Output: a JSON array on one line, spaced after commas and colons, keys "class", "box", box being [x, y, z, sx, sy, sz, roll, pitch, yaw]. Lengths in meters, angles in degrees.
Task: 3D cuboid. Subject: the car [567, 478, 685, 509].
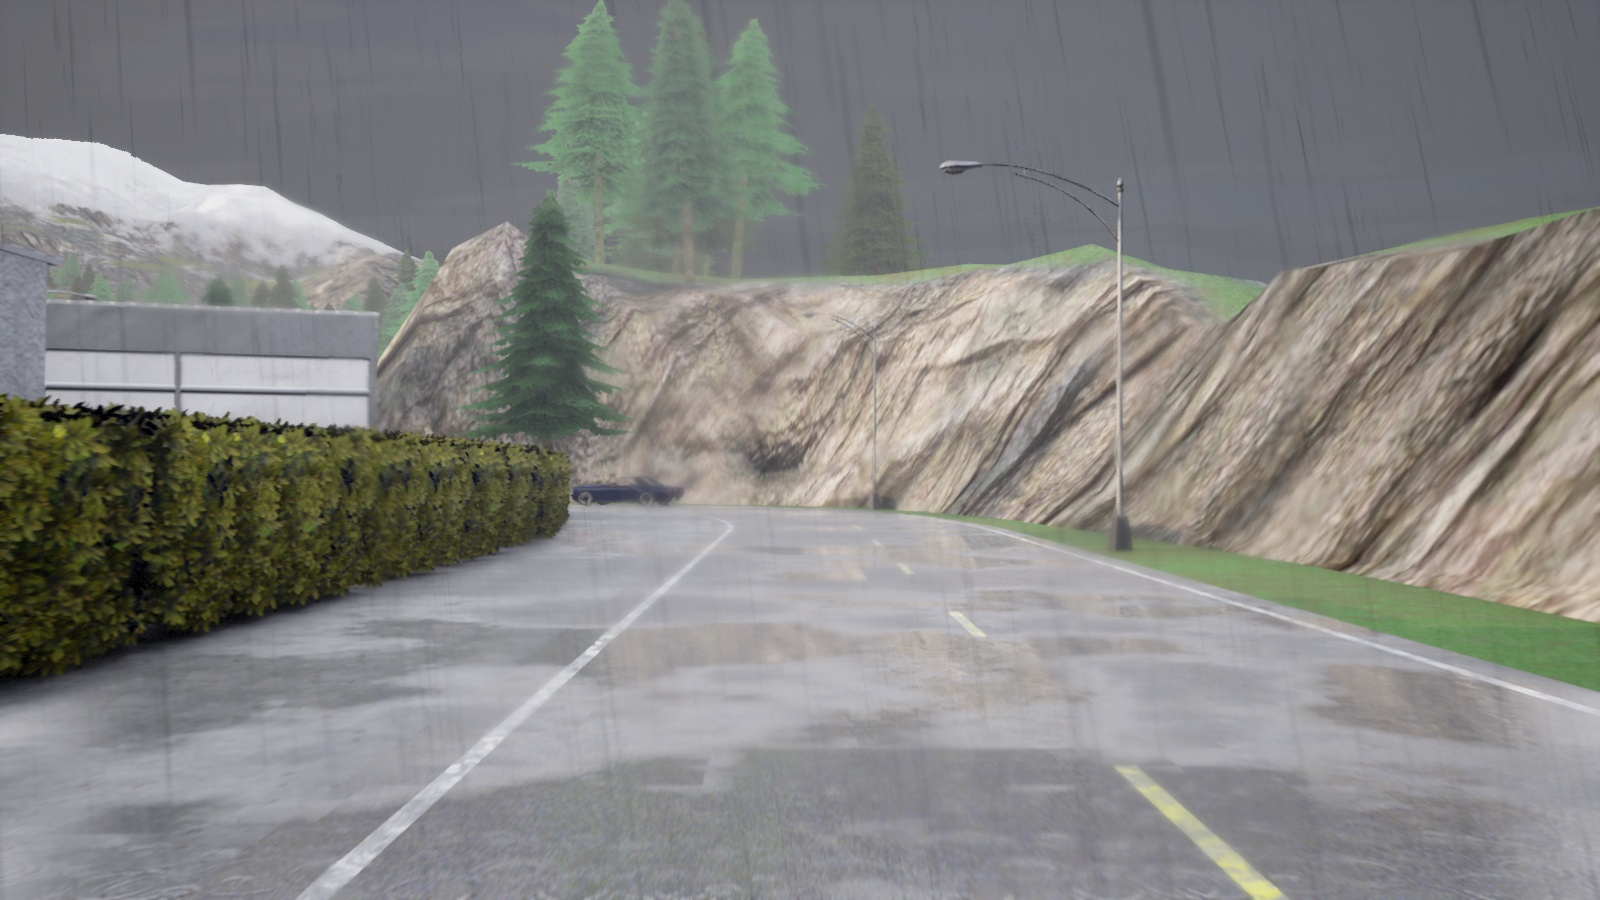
[{"class": "car", "box": [-7.548, 1.857, 54.460, 4.718, 1.301, 1.895, -1, -1, 17]}]
